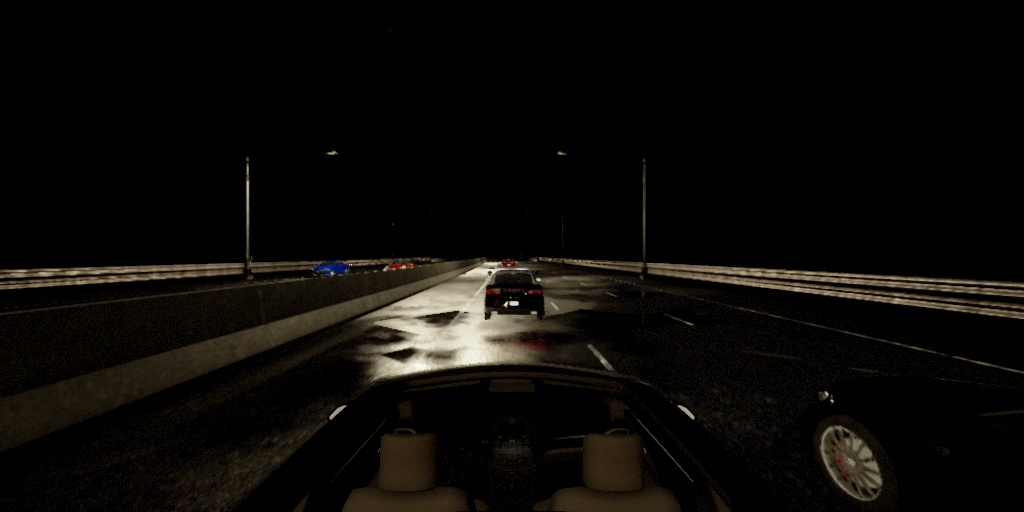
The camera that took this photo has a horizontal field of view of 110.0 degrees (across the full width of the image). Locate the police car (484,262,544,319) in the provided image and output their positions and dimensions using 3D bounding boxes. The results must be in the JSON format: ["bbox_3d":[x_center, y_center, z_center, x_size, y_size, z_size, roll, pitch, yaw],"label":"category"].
[{"bbox_3d":[0.049,1.173,13.015,1.930,1.638,5.238,0,0,0],"label":"police car"}]

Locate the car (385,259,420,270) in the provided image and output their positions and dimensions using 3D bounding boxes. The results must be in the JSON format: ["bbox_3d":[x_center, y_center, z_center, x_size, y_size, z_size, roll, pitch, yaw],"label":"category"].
[{"bbox_3d":[-10.943,1.093,35.401,2.097,1.767,4.553,0,0,-1],"label":"car"}]

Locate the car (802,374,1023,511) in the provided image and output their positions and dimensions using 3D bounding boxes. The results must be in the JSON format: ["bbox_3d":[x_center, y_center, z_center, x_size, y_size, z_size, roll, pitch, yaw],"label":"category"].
[{"bbox_3d":[3.595,1.275,1.330,1.812,1.442,4.674,0,0,0],"label":"car"}]

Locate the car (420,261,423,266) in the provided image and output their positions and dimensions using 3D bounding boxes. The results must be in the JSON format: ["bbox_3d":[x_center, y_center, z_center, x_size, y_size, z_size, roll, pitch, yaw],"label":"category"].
[{"bbox_3d":[-14.812,1.250,54.383,1.812,1.442,4.674,0,0,-2],"label":"car"}]

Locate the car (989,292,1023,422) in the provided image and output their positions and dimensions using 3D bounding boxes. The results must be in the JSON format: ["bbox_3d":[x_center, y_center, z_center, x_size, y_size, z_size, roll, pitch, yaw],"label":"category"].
[{"bbox_3d":[7.093,1.226,2.120,1.882,1.535,5.008,0,0,0],"label":"car"}]

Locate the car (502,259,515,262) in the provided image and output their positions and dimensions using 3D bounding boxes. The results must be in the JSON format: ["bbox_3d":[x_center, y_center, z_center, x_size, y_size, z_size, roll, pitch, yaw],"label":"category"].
[{"bbox_3d":[-0.410,1.086,42.809,2.097,1.767,4.553,0,0,-1],"label":"car"}]

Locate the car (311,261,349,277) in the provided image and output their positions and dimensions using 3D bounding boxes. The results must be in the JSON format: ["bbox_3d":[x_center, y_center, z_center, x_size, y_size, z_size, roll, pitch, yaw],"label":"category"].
[{"bbox_3d":[-17.947,1.220,35.565,1.882,1.535,5.008,0,0,-1],"label":"car"}]
